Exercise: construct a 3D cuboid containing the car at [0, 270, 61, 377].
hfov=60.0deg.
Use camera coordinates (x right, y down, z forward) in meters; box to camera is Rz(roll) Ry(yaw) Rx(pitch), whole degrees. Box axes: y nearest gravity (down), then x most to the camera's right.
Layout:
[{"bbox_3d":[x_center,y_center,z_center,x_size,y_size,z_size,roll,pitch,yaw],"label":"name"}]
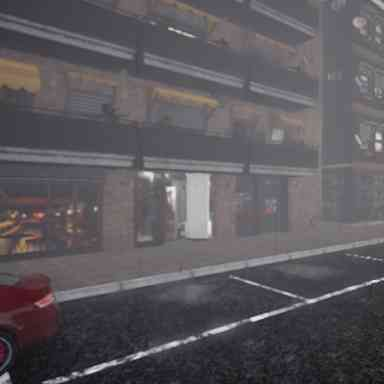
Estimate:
[{"bbox_3d":[-3.777,1.582,3.866,4.206,1.307,1.802,0,0,-35],"label":"car"}]
